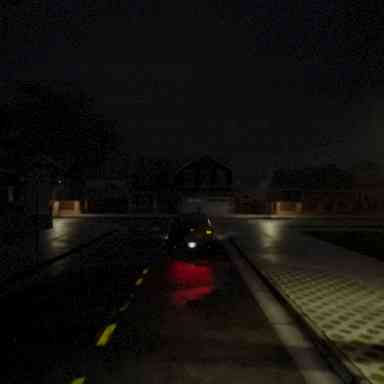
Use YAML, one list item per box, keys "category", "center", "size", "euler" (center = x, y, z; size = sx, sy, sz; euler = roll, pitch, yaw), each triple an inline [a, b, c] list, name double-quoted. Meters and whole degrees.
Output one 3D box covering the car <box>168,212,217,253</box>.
- category: "car"
  center: [0.008, 1.645, 14.333]
  size: [1.837, 1.490, 4.892]
  euler: [0, 0, 0]
